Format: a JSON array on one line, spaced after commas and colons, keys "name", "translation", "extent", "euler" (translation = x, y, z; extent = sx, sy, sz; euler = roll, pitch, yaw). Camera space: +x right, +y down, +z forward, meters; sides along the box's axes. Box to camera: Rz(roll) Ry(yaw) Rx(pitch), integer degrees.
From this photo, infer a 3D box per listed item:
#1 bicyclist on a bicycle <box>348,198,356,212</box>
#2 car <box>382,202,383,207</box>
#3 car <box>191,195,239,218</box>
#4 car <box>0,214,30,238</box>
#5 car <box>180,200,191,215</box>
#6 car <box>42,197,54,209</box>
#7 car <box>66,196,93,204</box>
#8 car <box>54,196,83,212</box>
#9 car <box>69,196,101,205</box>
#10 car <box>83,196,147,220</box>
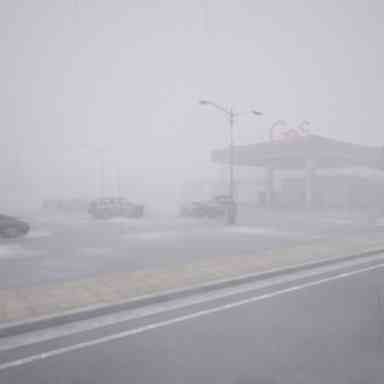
[{"name": "bicyclist on a bicycle", "translation": [19.262, 1.583, 40.041], "extent": [1.656, 1.620, 0.582], "euler": [0, 0, -35]}, {"name": "car", "translation": [30.202, 1.589, 48.350], "extent": [2.242, 1.667, 4.611], "euler": [0, 0, -36]}, {"name": "car", "translation": [2.257, 1.238, 28.973], "extent": [3.866, 1.878, 1.905], "euler": [0, 0, -36]}, {"name": "car", "translation": [-10.139, 1.487, 15.581], "extent": [4.514, 1.523, 2.007], "euler": [0, 0, -36]}, {"name": "car", "translation": [0.816, 1.521, 32.031], "extent": [3.806, 1.475, 1.970], "euler": [0, 0, -36]}, {"name": "car", "translation": [-18.526, 1.491, 45.736], "extent": [3.633, 1.501, 1.845], "euler": [0, 0, -36]}, {"name": "car", "translation": [-21.068, 1.498, 62.353], "extent": [4.514, 1.523, 2.007], "euler": [0, 0, -36]}, {"name": "car", "translation": [-12.735, 1.470, 37.592], "extent": [4.514, 1.523, 2.007], "euler": [0, 0, -36]}, {"name": "car", "translation": [-19.197, 1.489, 59.835], "extent": [5.027, 1.636, 2.152], "euler": [0, 0, -36]}, {"name": "car", "translation": [-6.052, 1.271, 27.056], "extent": [4.605, 1.855, 1.932], "euler": [0, 0, -36]}]
